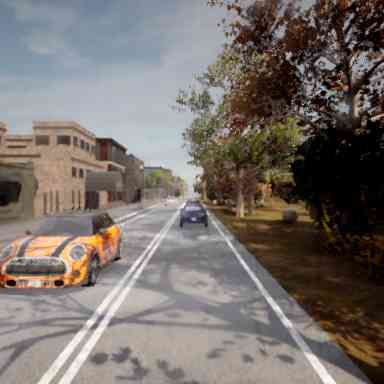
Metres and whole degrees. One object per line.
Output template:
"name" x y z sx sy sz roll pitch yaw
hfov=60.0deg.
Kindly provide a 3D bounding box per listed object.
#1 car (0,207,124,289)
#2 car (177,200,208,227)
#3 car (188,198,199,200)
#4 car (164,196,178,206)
"car" -3.345 1.357 9.321 2.097 1.767 4.553 0 0 0
"car" 0.119 1.544 23.084 1.812 1.442 4.674 0 0 0
"car" 0.145 1.520 41.788 2.128 1.511 4.902 0 0 0
"car" -3.192 1.360 51.187 1.812 1.442 4.674 0 0 0
